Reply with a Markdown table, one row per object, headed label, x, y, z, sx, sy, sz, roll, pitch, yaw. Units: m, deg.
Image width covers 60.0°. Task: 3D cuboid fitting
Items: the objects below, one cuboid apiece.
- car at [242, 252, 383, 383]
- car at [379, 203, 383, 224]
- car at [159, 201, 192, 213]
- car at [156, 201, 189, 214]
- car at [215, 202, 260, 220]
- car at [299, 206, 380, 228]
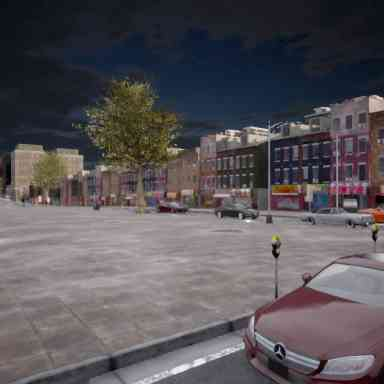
| label | x | y | z | sx | sy | sz | roll | pitch | yaw |
| --- | --- | --- | --- | --- | --- | --- | --- | --- | --- |
| car | 2.595 | 1.582 | 4.653 | 4.206 | 1.307 | 1.802 | 0 | 0 | -35 |
| car | 13.641 | 1.454 | 22.764 | 2.097 | 1.767 | 4.553 | 0 | -1 | -40 |
| car | -2.338 | 1.990 | 45.103 | 2.128 | 1.511 | 4.902 | 0 | -1 | -36 |
| car | -2.513 | 1.909 | 40.298 | 1.882 | 1.535 | 5.008 | 0 | -1 | -36 |
| car | 4.135 | 1.758 | 31.009 | 1.837 | 1.490 | 4.892 | 0 | -1 | -36 |
| car | 9.890 | 1.730 | 22.972 | 1.895 | 1.301 | 4.718 | 0 | -1 | -36 |
